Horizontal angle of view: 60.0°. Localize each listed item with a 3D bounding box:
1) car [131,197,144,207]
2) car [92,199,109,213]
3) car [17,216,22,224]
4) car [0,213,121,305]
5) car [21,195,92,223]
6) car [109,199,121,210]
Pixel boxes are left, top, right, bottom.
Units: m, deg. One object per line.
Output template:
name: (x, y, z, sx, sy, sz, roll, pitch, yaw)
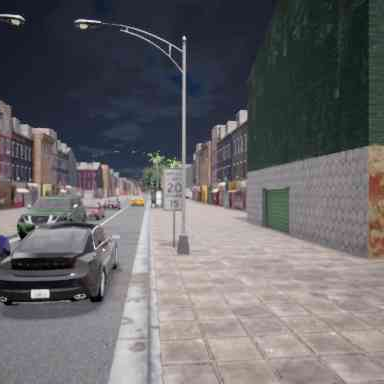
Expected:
car: (-8.438, 1.449, 51.770, 1.882, 1.535, 5.008, 0, 0, -8)
car: (-8.221, 1.488, 27.070, 1.812, 1.442, 4.674, 0, 0, -7)
car: (-5.693, 1.502, 7.391, 1.812, 1.442, 4.674, 0, 0, -7)
car: (-2.906, 1.491, 8.089, 1.837, 1.490, 4.892, 0, 0, -7)
car: (-6.935, 1.190, 17.135, 2.150, 2.045, 5.566, 0, 0, -7)
car: (-10.078, 1.523, 42.159, 1.994, 1.385, 4.181, 0, 0, -7)
